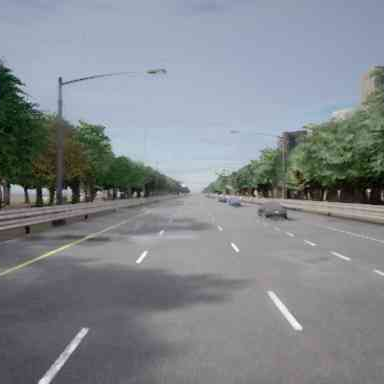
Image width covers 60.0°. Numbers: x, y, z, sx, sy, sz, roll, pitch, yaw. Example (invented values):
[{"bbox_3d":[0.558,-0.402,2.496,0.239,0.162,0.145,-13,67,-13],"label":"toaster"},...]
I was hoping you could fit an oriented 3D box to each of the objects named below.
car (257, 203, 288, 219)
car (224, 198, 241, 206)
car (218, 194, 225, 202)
[{"bbox_3d":[7.061,1.644,29.609,1.994,1.385,4.181,0,0,0],"label":"car"},{"bbox_3d":[7.199,1.728,57.026,2.033,1.411,5.357,0,0,0],"label":"car"},{"bbox_3d":[7.389,1.828,81.186,1.994,1.385,4.181,0,0,1],"label":"car"}]
